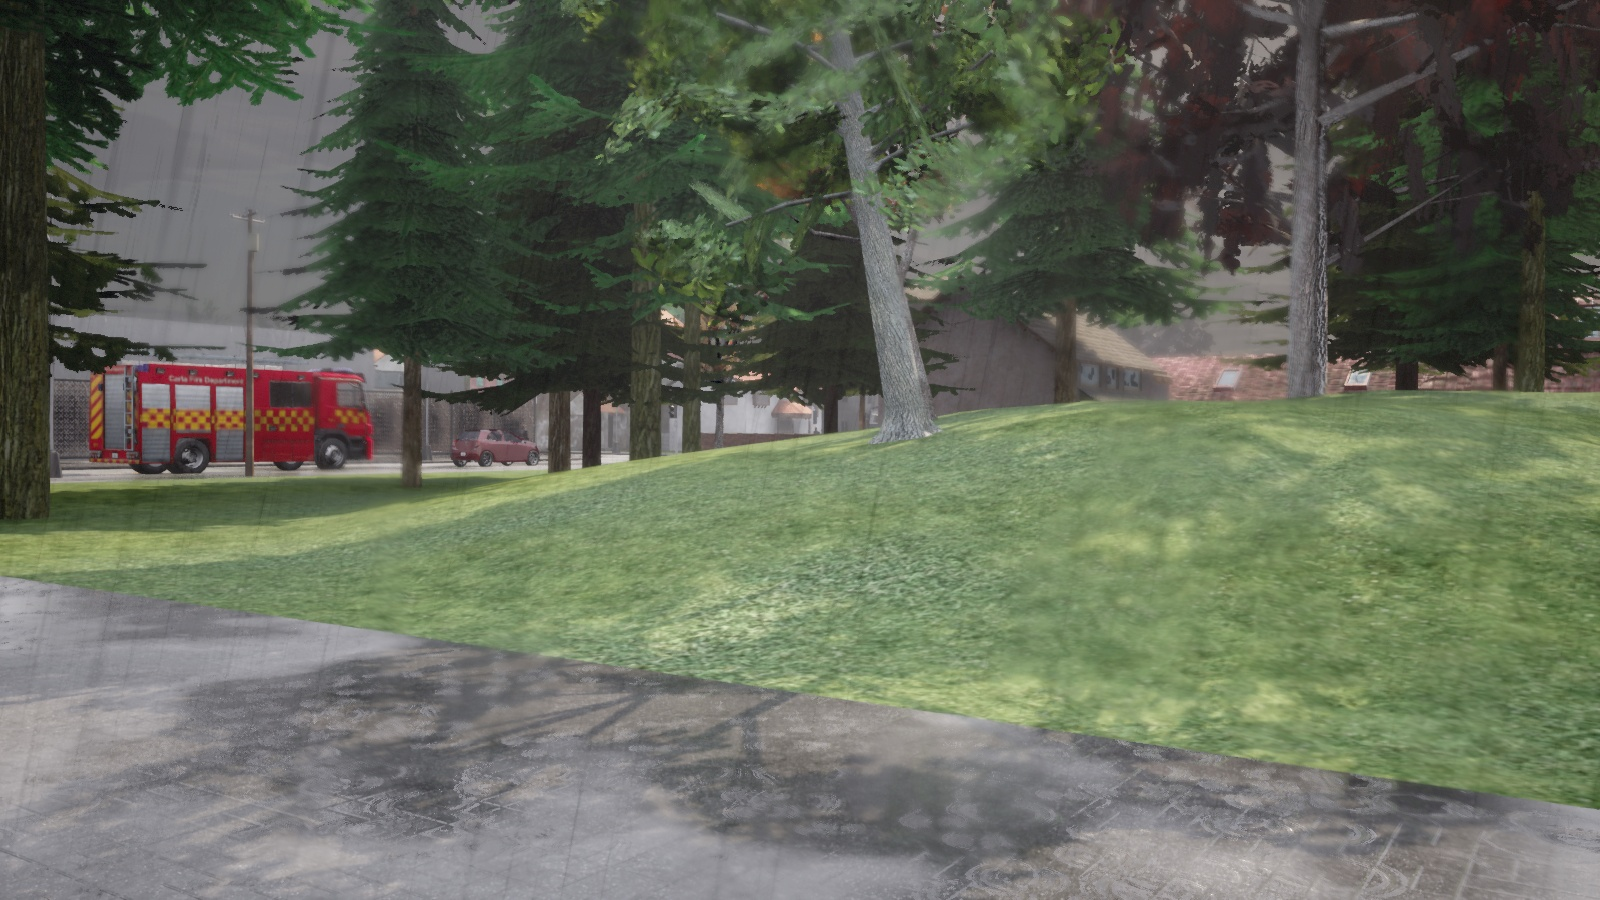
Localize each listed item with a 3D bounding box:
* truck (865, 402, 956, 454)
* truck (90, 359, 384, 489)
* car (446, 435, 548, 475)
[{"bbox_3d":[7.773,-1.513,87.329,2.891,3.462,7.936,0,1,33],"label":"truck"},{"bbox_3d":[-18.100,-0.831,41.094,2.891,3.827,8.468,0,1,34],"label":"truck"},{"bbox_3d":[-12.067,0.169,50.173,1.845,1.501,3.633,0,1,33],"label":"car"}]
